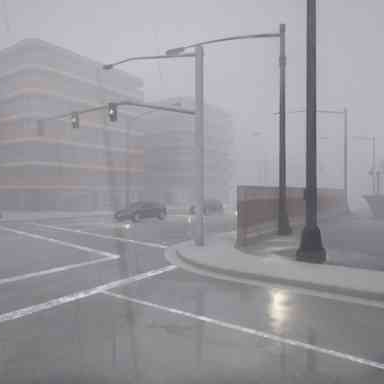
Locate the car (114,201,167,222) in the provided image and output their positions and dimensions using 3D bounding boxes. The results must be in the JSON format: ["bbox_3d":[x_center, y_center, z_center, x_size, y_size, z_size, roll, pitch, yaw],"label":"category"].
[{"bbox_3d":[-3.961,1.505,26.320,1.837,1.490,4.892,0,0,35],"label":"car"}]

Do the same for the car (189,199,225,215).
[{"bbox_3d":[1.627,1.505,34.444,1.837,1.490,4.892,0,0,35],"label":"car"}]
